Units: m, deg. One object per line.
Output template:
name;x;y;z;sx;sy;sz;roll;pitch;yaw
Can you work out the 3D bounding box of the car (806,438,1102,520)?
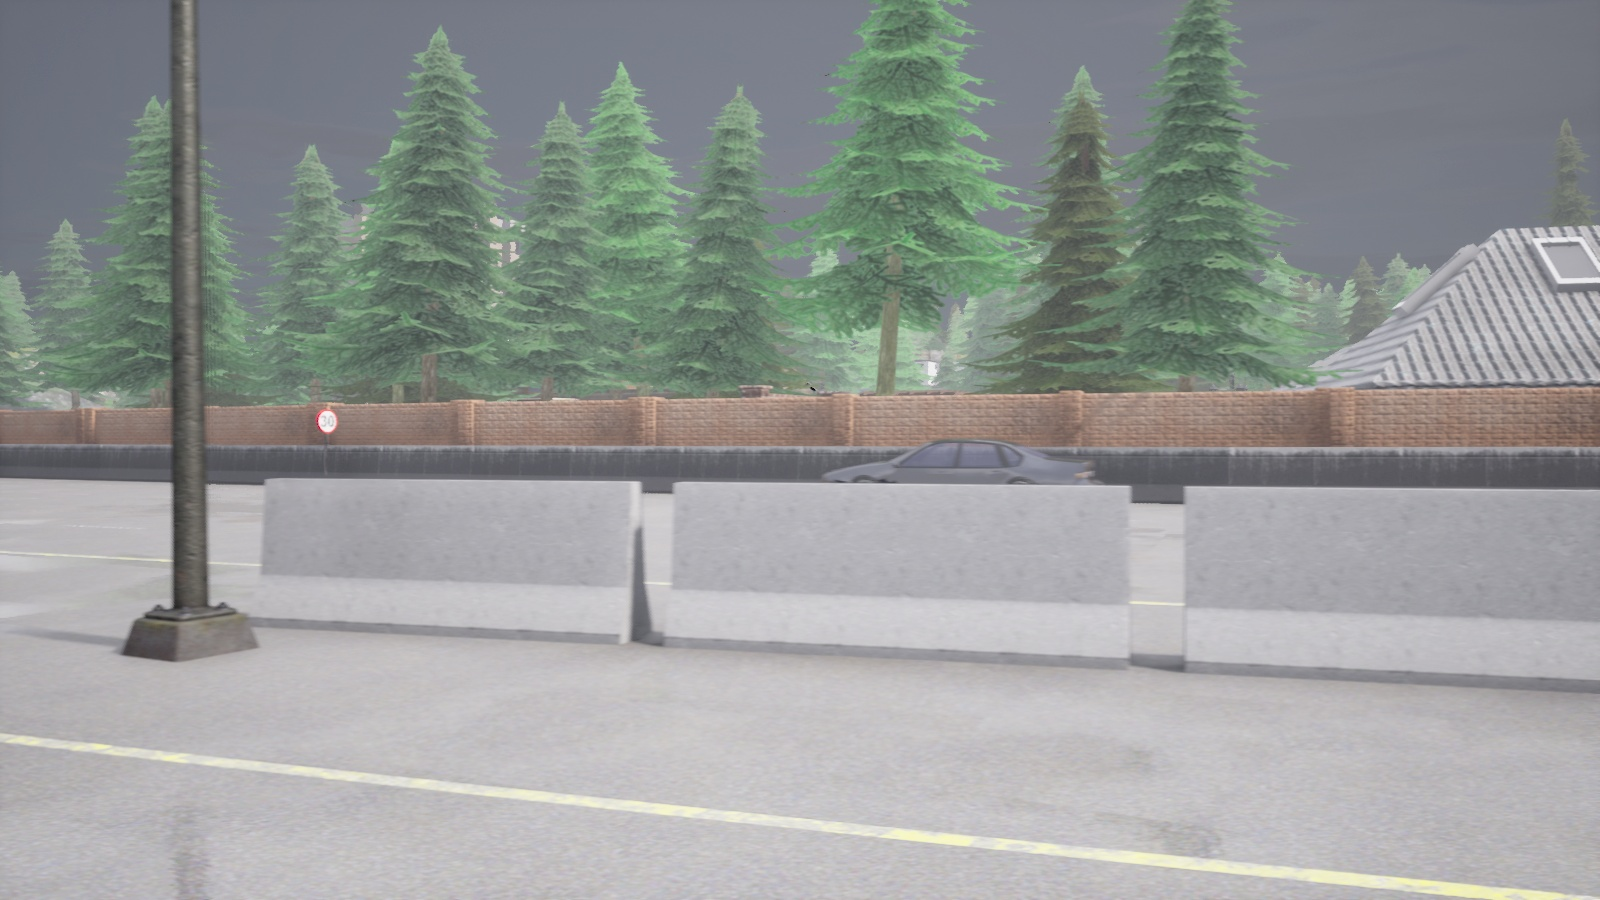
car;2.984;0.502;24.356;5.357;1.411;2.033;1;1;20
